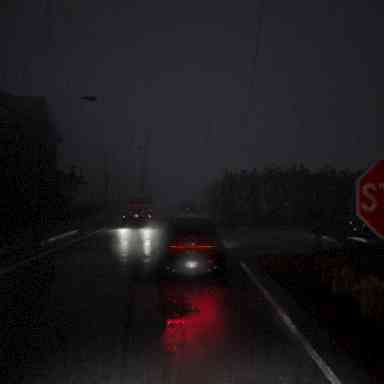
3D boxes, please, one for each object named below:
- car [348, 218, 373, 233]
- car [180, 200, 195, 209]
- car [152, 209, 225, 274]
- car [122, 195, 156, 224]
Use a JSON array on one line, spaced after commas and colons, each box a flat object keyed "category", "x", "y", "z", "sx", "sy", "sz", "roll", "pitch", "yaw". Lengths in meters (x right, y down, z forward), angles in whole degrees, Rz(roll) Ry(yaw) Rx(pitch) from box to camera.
[{"category": "car", "x": 11.276, "y": 1.579, "z": 17.654, "sx": 5.357, "sy": 1.411, "sz": 2.033, "roll": 0, "pitch": 0, "yaw": -1}, {"category": "car", "x": -0.571, "y": 1.695, "z": 41.605, "sx": 1.895, "sy": 1.301, "sz": 4.718, "roll": 0, "pitch": 0, "yaw": -1}, {"category": "car", "x": -0.051, "y": 1.531, "z": 10.649, "sx": 1.837, "sy": 1.490, "sz": 4.892, "roll": 0, "pitch": 0, "yaw": -1}, {"category": "car", "x": -3.931, "y": 1.282, "z": 25.574, "sx": 2.150, "sy": 2.045, "sz": 5.566, "roll": 0, "pitch": 0, "yaw": -3}]
